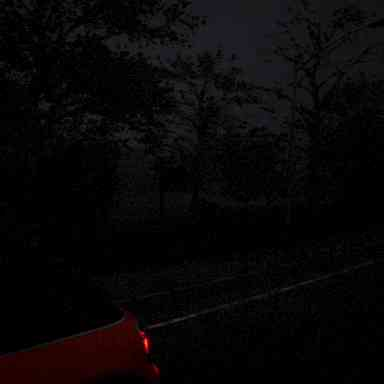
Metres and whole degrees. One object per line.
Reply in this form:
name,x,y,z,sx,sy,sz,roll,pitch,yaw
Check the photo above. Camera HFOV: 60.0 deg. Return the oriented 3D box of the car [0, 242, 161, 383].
car,-2.533,1.357,2.312,4.553,1.767,2.097,0,0,-36
